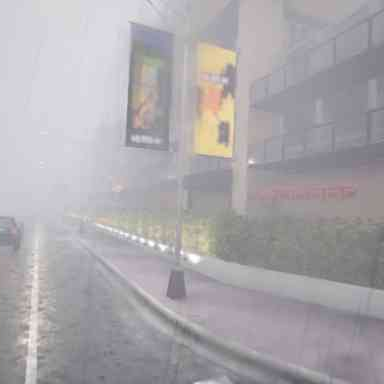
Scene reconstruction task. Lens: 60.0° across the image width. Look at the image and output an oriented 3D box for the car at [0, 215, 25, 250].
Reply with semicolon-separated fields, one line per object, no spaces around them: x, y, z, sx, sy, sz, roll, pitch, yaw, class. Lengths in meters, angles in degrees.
-9.950;1.945;17.270;2.097;1.767;4.553;4;-4;-25;car
